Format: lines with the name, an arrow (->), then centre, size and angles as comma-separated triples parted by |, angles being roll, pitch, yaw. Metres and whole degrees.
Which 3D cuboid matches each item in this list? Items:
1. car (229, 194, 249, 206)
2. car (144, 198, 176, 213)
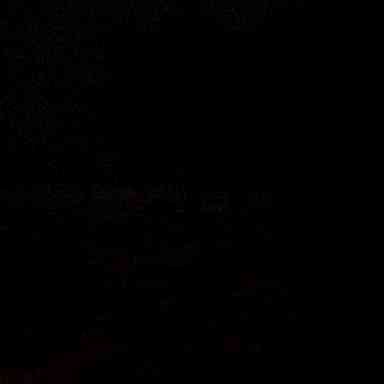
car -> 8.798, 1.497, 61.982 | 2.150, 2.045, 5.566 | 2, 1, 30
car -> -3.873, 1.561, 41.343 | 2.097, 1.767, 4.553 | 2, 1, 33
